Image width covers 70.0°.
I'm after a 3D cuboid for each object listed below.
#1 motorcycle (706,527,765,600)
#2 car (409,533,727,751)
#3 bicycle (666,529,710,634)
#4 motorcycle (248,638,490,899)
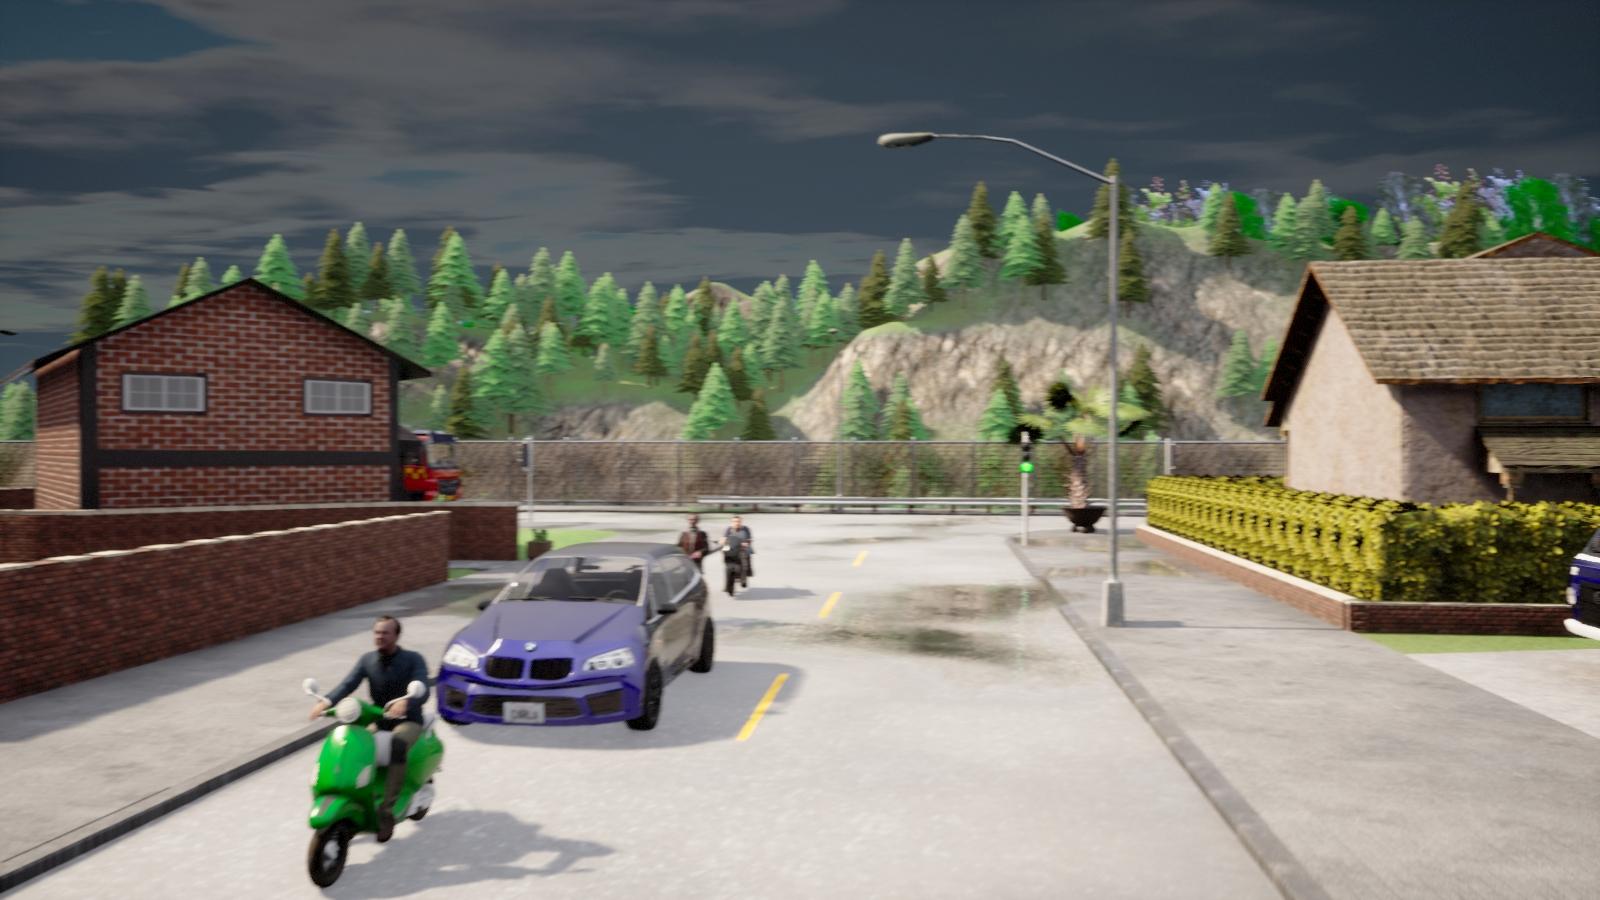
[{"bbox_3d":[-1.231,2.182,22.275,0.803,1.199,2.033,0,0,7],"label":"motorcycle"},{"bbox_3d":[-2.340,1.962,13.032,2.242,1.667,4.611,0,0,6],"label":"car"},{"bbox_3d":[-1.770,2.055,18.218,0.329,1.471,1.835,0,0,6],"label":"bicycle"},{"bbox_3d":[-2.934,2.137,8.017,0.856,1.316,1.805,0,0,6],"label":"motorcycle"}]
